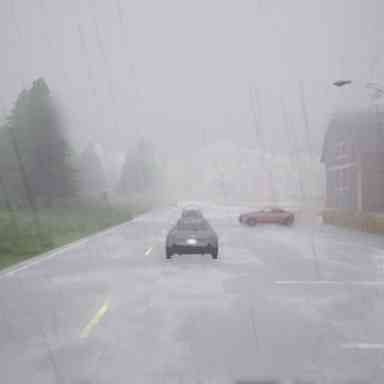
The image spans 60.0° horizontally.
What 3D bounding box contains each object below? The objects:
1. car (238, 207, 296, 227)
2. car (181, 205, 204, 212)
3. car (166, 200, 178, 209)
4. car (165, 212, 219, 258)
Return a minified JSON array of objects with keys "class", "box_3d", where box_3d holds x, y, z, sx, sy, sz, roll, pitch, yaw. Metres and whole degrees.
[{"class":"car","box_3d":[5.563,1.817,24.906,4.181,1.381,1.994,0,-1,-1]},{"class":"car","box_3d":[0.030,1.834,28.874,1.812,1.442,4.674,0,0,1]},{"class":"car","box_3d":[-3.556,2.105,58.779,1.882,1.535,5.008,0,-1,0]},{"class":"car","box_3d":[0.022,1.710,13.532,1.994,1.385,4.181,0,-1,1]}]
